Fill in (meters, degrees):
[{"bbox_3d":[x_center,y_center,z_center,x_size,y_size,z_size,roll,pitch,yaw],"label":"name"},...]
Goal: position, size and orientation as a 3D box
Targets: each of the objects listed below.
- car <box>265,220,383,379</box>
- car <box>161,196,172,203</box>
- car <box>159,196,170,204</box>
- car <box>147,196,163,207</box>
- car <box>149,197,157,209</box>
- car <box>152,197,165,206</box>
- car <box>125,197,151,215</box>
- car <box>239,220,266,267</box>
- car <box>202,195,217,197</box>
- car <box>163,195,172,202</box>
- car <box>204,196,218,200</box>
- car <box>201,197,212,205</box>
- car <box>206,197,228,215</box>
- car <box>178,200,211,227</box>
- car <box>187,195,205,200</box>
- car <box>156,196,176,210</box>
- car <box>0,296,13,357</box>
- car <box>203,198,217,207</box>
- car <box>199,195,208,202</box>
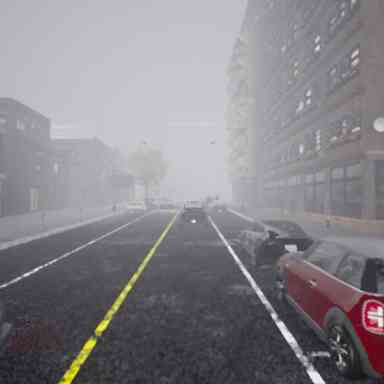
[{"bbox_3d":[2.707,1.442,5.507,1.967,1.590,4.097,1,0,0],"label":"car"},{"bbox_3d":[-5.630,1.588,73.691,2.008,1.369,4.403,1,0,0],"label":"car"},{"bbox_3d":[-5.632,1.599,68.003,1.947,1.339,4.313,1,0,0],"label":"car"},{"bbox_3d":[-5.633,1.460,50.944,1.967,1.590,4.097,1,0,0],"label":"car"},{"bbox_3d":[-5.633,1.457,45.256,1.967,1.590,4.097,1,0,0],"label":"car"},{"bbox_3d":[-5.634,1.606,56.630,1.802,1.307,4.206,1,0,0],"label":"car"},{"bbox_3d":[-5.637,1.536,33.713,1.752,1.417,4.829,1,0,0],"label":"car"},{"bbox_3d":[2.706,1.569,11.194,1.947,1.339,4.313,1,0,0],"label":"car"},{"bbox_3d":[2.715,1.332,45.314,2.192,1.841,5.009,1,0,0],"label":"car"},{"bbox_3d":[-5.799,1.568,79.207,1.752,1.417,4.829,1,0,0],"label":"car"},{"bbox_3d":[2.711,1.539,39.797,1.752,1.417,4.829,1,0,0],"label":"car"},{"bbox_3d":[2.714,1.594,62.373,1.947,1.339,4.313,1,0,0],"label":"car"},{"bbox_3d":[2.709,1.562,33.940,2.008,1.369,4.403,1,0,0],"label":"car"},{"bbox_3d":[0.104,1.511,22.520,1.837,1.490,4.892,0,0,0],"label":"car"},{"bbox_3d":[0.107,1.506,40.645,2.128,1.511,4.902,0,0,0],"label":"car"},{"bbox_3d":[-3.080,1.579,43.019,1.994,1.385,4.181,0,0,0],"label":"car"},{"bbox_3d":[-3.101,1.548,1.699,2.033,1.411,5.357,0,0,0],"label":"car"},{"bbox_3d":[2.712,1.602,51.000,1.802,1.307,4.206,1,0,0],"label":"car"},{"bbox_3d":[2.766,1.483,79.430,1.967,1.590,4.097,1,0,0],"label":"car"}]
